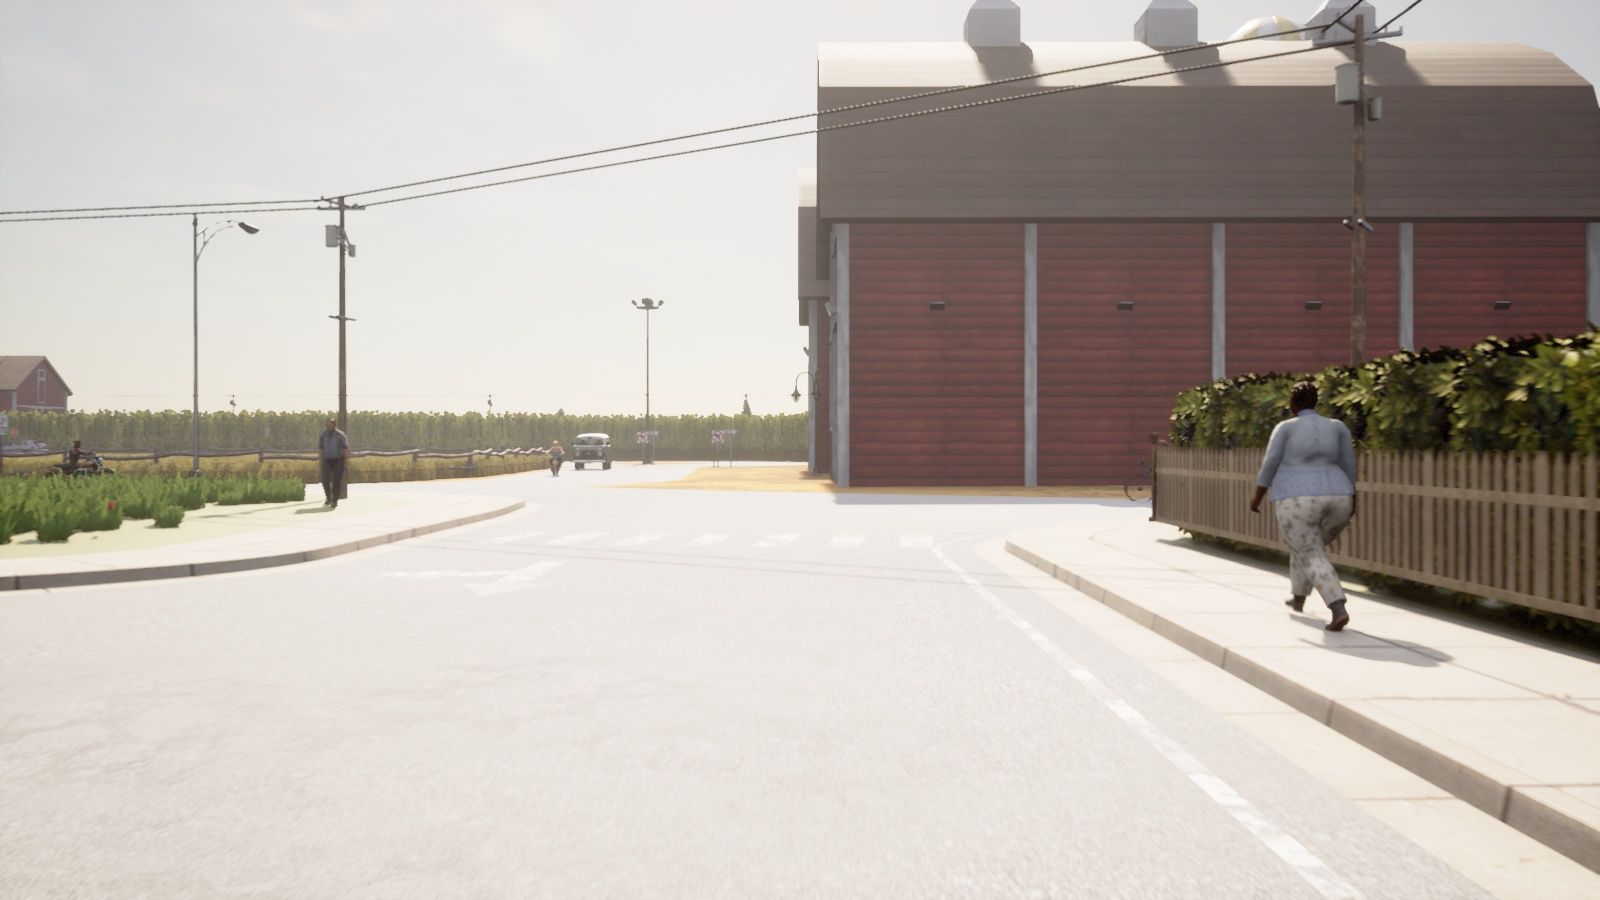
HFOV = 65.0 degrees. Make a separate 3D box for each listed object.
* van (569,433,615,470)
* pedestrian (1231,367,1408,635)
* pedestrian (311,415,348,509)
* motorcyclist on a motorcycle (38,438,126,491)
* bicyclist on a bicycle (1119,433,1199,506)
[{"bbox_3d":[-11.564,0.066,70.005,2.069,2.038,4.480,0,0,-3],"label":"van"},{"bbox_3d":[3.766,0.353,9.167,0.874,1.855,0.900,0,0,-5],"label":"pedestrian"},{"bbox_3d":[-9.424,0.230,25.157,0.540,1.848,0.694,0,0,-6],"label":"pedestrian"},{"bbox_3d":[-22.620,0.456,39.586,2.350,1.649,0.766,0,0,1],"label":"motorcyclist on a motorcycle"},{"bbox_3d":[8.142,0.442,28.460,1.656,1.620,0.582,0,1,25],"label":"bicyclist on a bicycle"}]
